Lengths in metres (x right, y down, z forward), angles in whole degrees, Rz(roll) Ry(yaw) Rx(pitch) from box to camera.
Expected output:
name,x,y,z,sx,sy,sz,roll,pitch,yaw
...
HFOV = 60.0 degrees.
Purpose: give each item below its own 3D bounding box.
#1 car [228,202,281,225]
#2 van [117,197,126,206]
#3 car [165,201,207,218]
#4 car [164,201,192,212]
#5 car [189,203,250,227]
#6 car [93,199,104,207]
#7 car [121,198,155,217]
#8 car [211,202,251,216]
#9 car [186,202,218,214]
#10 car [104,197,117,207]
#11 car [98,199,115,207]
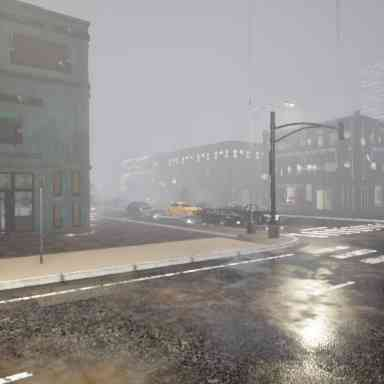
name,x,y,z,sx,sy,sz,roll,pitch,yaw
car,4.769,1.702,26.075,2.128,1.511,4.902,-1,0,-33
van,-11.424,1.907,59.721,1.690,1.788,3.998,-1,0,-35
car,-0.917,1.803,34.305,1.882,1.535,5.008,-1,0,-34
car,-1.991,1.966,46.050,1.802,1.307,4.206,-1,0,-35
car,2.028,1.814,25.242,1.947,1.339,4.313,-1,0,-35
car,-19.488,2.189,66.864,2.128,1.511,4.902,-1,0,-35
car,-5.752,1.846,36.735,1.967,1.590,4.097,-1,0,-35
car,4.291,1.809,36.937,2.008,1.369,4.403,-2,0,-35
car,1.150,1.903,41.494,1.802,1.307,4.206,-1,0,-35
car,-14.566,1.940,64.278,2.192,1.841,5.009,-1,0,-35
car,-17.703,2.227,68.835,1.887,1.381,4.507,-1,0,-35
